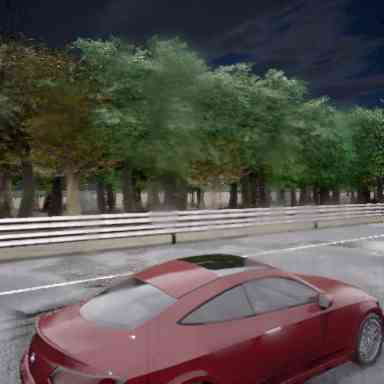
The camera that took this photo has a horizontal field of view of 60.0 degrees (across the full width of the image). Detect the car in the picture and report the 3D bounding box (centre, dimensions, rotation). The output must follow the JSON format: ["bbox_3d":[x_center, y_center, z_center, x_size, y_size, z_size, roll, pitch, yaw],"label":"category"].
[{"bbox_3d":[0.513,1.524,4.097,4.674,1.442,1.812,0,0,-35],"label":"car"}]
